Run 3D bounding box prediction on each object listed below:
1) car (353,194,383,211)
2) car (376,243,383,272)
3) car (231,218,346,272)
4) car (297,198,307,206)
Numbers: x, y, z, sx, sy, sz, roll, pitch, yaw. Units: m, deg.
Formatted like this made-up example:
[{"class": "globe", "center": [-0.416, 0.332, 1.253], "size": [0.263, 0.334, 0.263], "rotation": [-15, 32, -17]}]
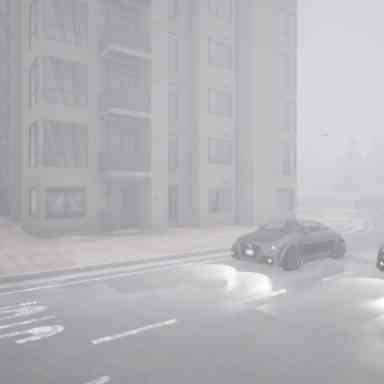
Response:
[{"class": "car", "center": [22.690, 1.288, 41.439], "size": [2.150, 2.045, 5.566], "rotation": [0, 0, -13]}, {"class": "car", "center": [6.993, 1.582, 9.490], "size": [4.181, 1.385, 1.994], "rotation": [0, 0, -39]}, {"class": "car", "center": [3.251, 1.578, 10.965], "size": [4.181, 1.385, 1.994], "rotation": [0, 0, -38]}, {"class": "car", "center": [16.367, 1.672, 54.711], "size": [1.895, 1.301, 4.718], "rotation": [0, 0, -33]}]
